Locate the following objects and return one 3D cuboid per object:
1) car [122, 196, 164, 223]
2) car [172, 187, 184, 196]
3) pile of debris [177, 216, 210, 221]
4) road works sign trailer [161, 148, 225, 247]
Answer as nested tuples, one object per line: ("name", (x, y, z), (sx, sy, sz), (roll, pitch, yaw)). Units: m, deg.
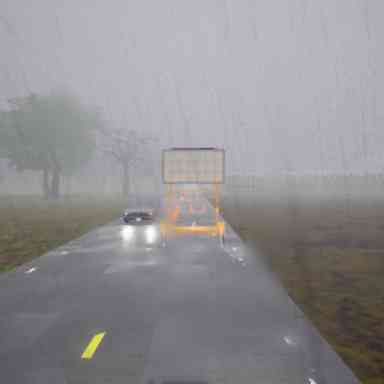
("car", (-2.761, 0.973, 19.888), (2.033, 1.411, 5.357), (0, 2, 0))
("car", (-2.522, -0.149, 61.536), (2.097, 1.767, 4.553), (0, 1, 1))
("pile of debris", (0.087, 1.590, 19.987), (1.860, 0.140, 1.500), (0, 2, 0))
("road works sign trailer", (0.065, 0.079, 12.984), (2.380, 3.560, 2.880), (0, 2, 1))
